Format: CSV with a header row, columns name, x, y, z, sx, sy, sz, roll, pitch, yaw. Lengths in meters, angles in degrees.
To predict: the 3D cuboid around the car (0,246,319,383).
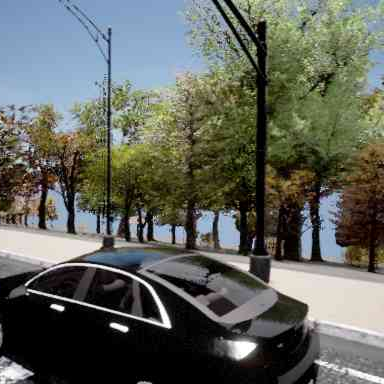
name,x,y,z,sx,sy,sz,roll,pitch,yaw
car,-0.946,1.490,4.356,4.892,1.490,1.837,0,0,36
